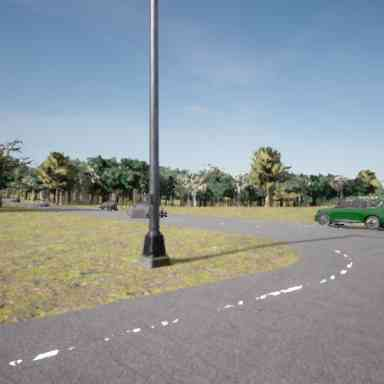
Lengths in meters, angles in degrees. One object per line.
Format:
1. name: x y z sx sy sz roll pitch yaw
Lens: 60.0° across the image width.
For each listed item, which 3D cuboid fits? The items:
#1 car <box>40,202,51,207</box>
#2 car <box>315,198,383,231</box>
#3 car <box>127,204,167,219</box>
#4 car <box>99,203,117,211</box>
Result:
1. car: -36.291 3.068 82.275 2.033 1.411 5.357 2 -2 -32
2. car: 11.192 1.477 22.599 2.150 2.045 5.566 3 -3 -36
3. car: -4.523 1.877 32.433 2.033 1.411 5.357 3 -3 -36
4. car: -14.909 2.638 58.876 1.837 1.490 4.892 3 -3 -36
